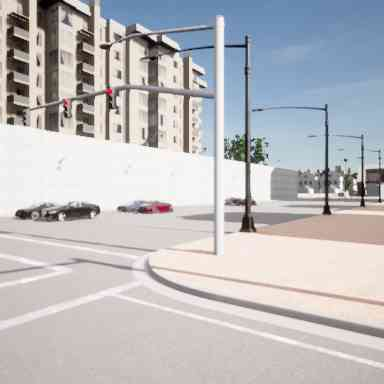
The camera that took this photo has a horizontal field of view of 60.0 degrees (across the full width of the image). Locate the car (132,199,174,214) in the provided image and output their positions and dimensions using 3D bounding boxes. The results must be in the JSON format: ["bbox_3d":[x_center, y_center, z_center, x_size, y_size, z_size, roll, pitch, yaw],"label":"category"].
[{"bbox_3d":[-3.781,1.559,34.968,1.994,1.385,4.181,0,0,36],"label":"car"}]

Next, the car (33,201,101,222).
[{"bbox_3d":[-9.656,1.487,26.779,2.128,1.511,4.902,0,0,36],"label":"car"}]

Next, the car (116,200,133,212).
[{"bbox_3d":[-6.053,1.542,37.808,2.033,1.411,5.357,0,0,36],"label":"car"}]

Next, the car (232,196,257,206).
[{"bbox_3d":[8.513,1.560,52.003,1.994,1.385,4.181,0,0,36],"label":"car"}]

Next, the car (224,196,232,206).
[{"bbox_3d":[6.614,1.488,55.340,2.128,1.511,4.902,0,0,36],"label":"car"}]

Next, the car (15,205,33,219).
[{"bbox_3d":[-12.755,1.559,28.453,1.994,1.385,4.181,0,0,35],"label":"car"}]
